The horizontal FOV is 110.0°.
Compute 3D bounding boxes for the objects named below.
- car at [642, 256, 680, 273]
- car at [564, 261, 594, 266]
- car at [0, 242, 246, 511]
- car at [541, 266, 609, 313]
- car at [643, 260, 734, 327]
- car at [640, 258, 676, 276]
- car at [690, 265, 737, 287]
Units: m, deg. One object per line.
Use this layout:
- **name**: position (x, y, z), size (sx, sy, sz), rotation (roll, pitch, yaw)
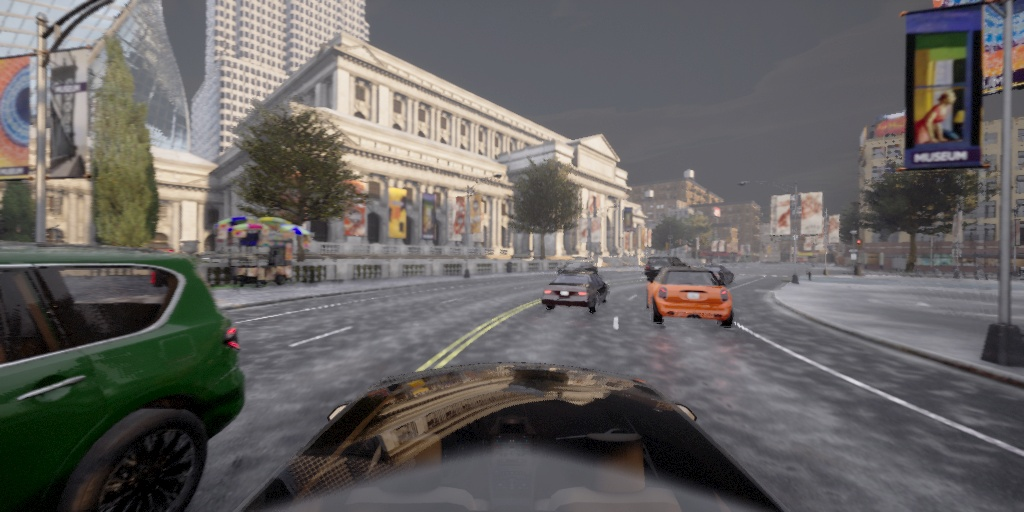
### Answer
- **car**: position (12.696, 1.055, 29.308), size (2.150, 2.045, 5.566), rotation (1, 0, 40)
- **car**: position (5.936, 1.237, 32.499), size (1.882, 1.535, 5.008), rotation (1, 0, 41)
- **car**: position (-3.505, 0.937, 0.915), size (2.150, 2.045, 5.566), rotation (0, 0, 1)
- **car**: position (2.681, 1.303, 14.329), size (2.033, 1.411, 5.357), rotation (1, 0, 22)
- **car**: position (5.733, 1.143, 12.082), size (2.097, 1.767, 4.553), rotation (1, 0, 18)
- **car**: position (15.616, 1.122, 38.222), size (2.097, 1.767, 4.553), rotation (1, 0, 41)
- **car**: position (15.155, 1.410, 26.831), size (2.033, 1.411, 5.357), rotation (1, 0, 41)
